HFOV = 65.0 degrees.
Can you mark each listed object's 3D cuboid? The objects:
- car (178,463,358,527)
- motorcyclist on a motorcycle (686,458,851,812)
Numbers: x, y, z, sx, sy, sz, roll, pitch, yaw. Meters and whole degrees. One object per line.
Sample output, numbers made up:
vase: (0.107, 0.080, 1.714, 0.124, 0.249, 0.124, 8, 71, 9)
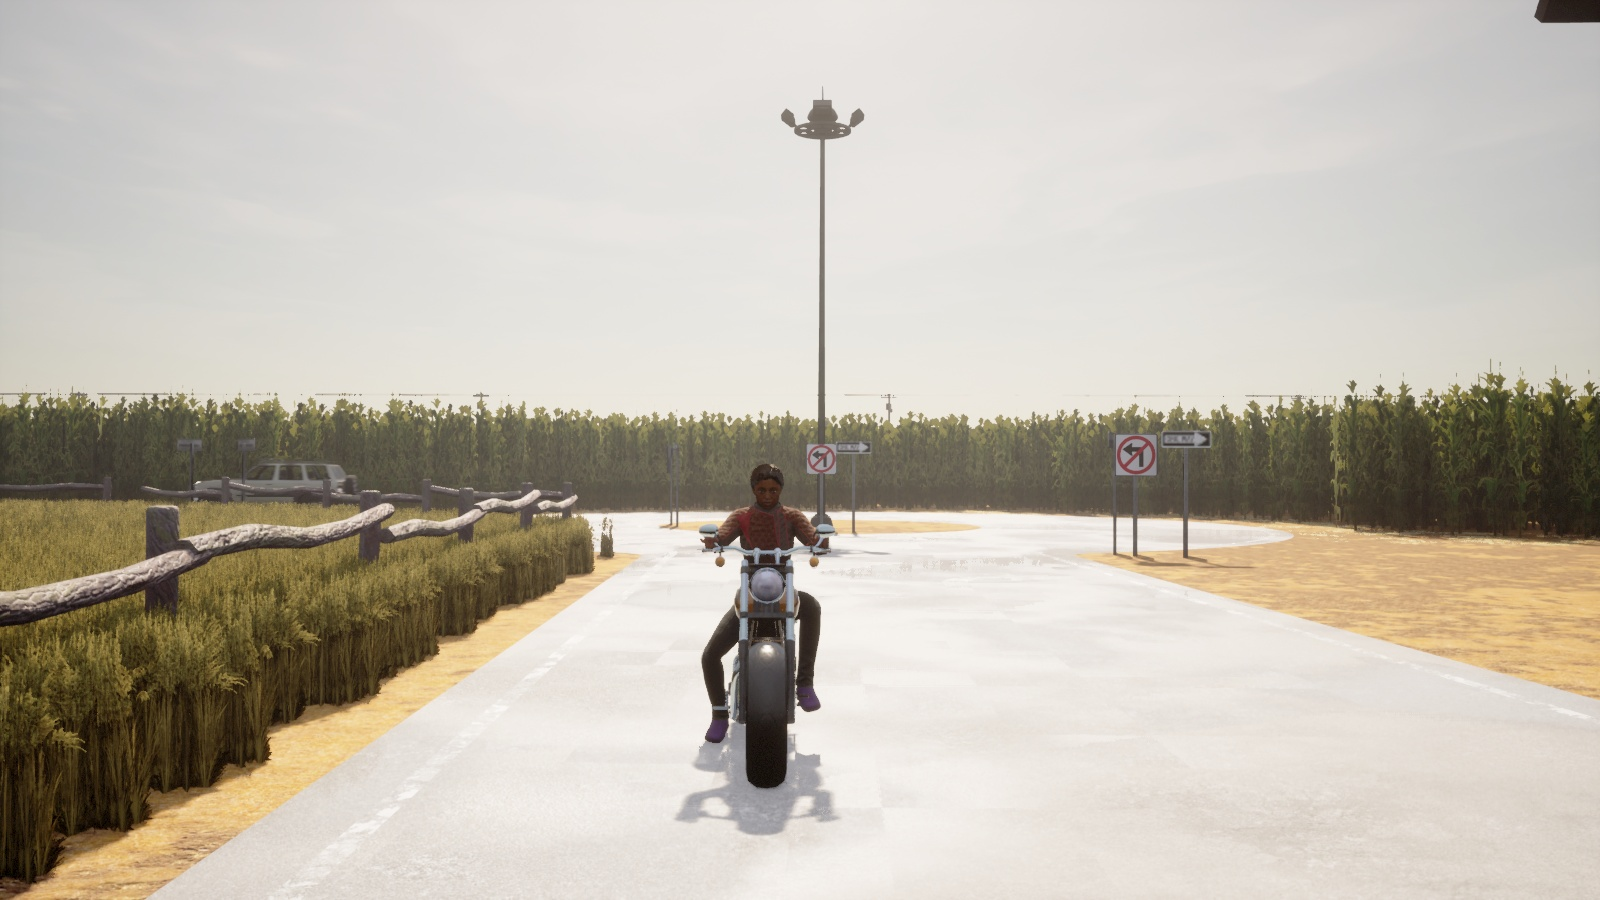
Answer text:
car: (-15.835, 1.322, 37.578, 4.605, 1.855, 1.932, 0, -1, -5)
motorcyclist on a motorcycle: (-0.180, 0.884, 7.062, 0.766, 1.649, 2.350, 0, -1, -2)
